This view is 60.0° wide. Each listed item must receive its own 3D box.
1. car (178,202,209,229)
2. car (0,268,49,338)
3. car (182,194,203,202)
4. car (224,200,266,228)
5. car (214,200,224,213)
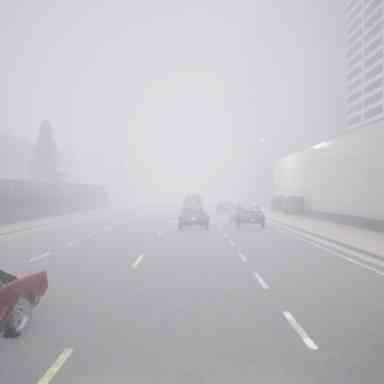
[{"bbox_3d":[0.097,1.563,21.876,1.994,1.385,4.181,0,0,0],"label":"car"},{"bbox_3d":[-3.557,1.601,3.835,1.895,1.301,4.718,0,0,0],"label":"car"},{"bbox_3d":[0.092,1.219,37.485,2.150,2.045,5.566,0,0,0],"label":"car"},{"bbox_3d":[3.597,1.491,22.209,2.128,1.511,4.902,0,0,0],"label":"car"},{"bbox_3d":[3.594,1.561,36.603,1.994,1.385,4.181,0,0,0],"label":"car"}]
